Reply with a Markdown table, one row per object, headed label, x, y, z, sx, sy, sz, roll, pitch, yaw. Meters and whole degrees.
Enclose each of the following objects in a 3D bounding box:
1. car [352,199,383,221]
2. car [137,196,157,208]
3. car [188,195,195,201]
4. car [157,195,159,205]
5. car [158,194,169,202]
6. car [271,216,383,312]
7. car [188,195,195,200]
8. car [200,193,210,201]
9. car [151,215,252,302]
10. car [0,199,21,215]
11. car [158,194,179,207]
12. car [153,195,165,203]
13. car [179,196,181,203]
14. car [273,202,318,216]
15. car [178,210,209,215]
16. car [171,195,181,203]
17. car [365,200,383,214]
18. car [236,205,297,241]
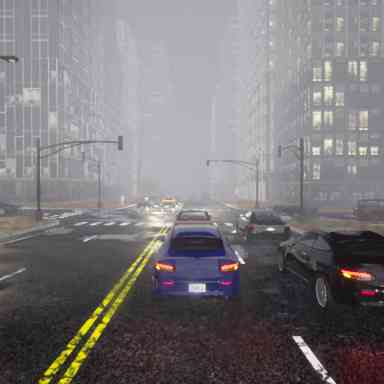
| label | x | y | z | sx | sy | sz | roll | pitch | yaw |
| --- | --- | --- | --- | --- | --- | --- | --- | --- | --- |
| car | 16.158 | 1.520 | 27.904 | 5.009 | 1.841 | 2.192 | 1 | 0 | 1 |
| car | -6.673 | 1.513 | 47.819 | 2.033 | 1.411 | 5.357 | 0 | 0 | 0 |
| car | -0.125 | 1.467 | 78.959 | 2.033 | 1.411 | 5.357 | 0 | 0 | 0 |
| car | -6.672 | 1.460 | 57.557 | 1.837 | 1.490 | 4.892 | 0 | 0 | 0 |
| car | -6.622 | 1.285 | 76.836 | 2.097 | 1.767 | 4.553 | 0 | 0 | 0 |
| car | 3.340 | 1.522 | 7.590 | 1.812 | 1.442 | 4.674 | 0 | 0 | 0 |
| car | -0.141 | 1.505 | 89.114 | 1.895 | 1.301 | 4.718 | 0 | 0 | 0 |
| car | 3.126 | 1.144 | 78.702 | 2.150 | 2.045 | 5.566 | 0 | 0 | 0 |
| car | 0.088 | 1.522 | 8.155 | 1.812 | 1.442 | 4.674 | 0 | 0 | 0 |
| car | -18.509 | 1.358 | 30.991 | 4.892 | 1.490 | 1.837 | 1 | 1 | 2 |
| car | -3.421 | 1.442 | 49.218 | 1.882 | 1.535 | 5.008 | 0 | 0 | 0 |
| car | -6.630 | 1.448 | 66.911 | 1.837 | 1.490 | 4.892 | 0 | 0 | 0 |
| car | -3.420 | 1.555 | 58.596 | 1.895 | 1.301 | 4.718 | 0 | 0 | 0 |
| car | 10.087 | 1.661 | 33.643 | 4.718 | 1.301 | 1.895 | 0 | 1 | -1 |
| car | 0.075 | 1.591 | 17.321 | 1.895 | 1.301 | 4.718 | 0 | 0 | 0 |
| car | -3.360 | 1.418 | 69.124 | 1.882 | 1.535 | 5.008 | 0 | 0 | 0 |
| car | 21.754 | 1.643 | 36.199 | 4.829 | 1.417 | 1.752 | 1 | 0 | 1 |
| car | 3.329 | 1.555 | 16.159 | 1.994 | 1.385 | 4.181 | 0 | 0 | -1 |
